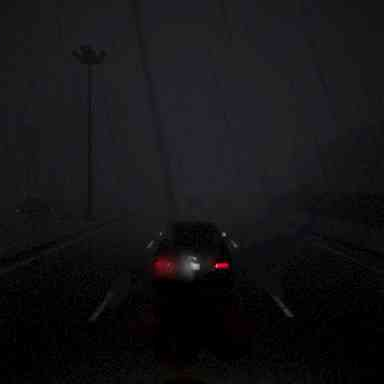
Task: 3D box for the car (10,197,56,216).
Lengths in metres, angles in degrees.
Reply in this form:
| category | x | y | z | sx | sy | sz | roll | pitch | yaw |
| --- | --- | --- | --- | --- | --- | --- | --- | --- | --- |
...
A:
| category | x | y | z | sx | sy | sz | roll | pitch | yaw |
| --- | --- | --- | --- | --- | --- | --- | --- | --- | --- |
| car | -14.999 | 1.362 | 31.060 | 2.128 | 1.511 | 4.902 | 0 | 0 | 1 |

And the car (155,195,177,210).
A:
| category | x | y | z | sx | sy | sz | roll | pitch | yaw |
| --- | --- | --- | --- | --- | --- | --- | --- | --- | --- |
| car | -3.341 | 1.380 | 40.080 | 2.033 | 1.411 | 5.357 | 0 | 0 | 0 |

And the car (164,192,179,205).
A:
| category | x | y | z | sx | sy | sz | roll | pitch | yaw |
| --- | --- | --- | --- | --- | --- | --- | --- | --- | --- |
| car | -3.253 | 1.011 | 50.409 | 2.150 | 2.045 | 5.566 | 0 | 0 | 0 |

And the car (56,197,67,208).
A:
| category | x | y | z | sx | sy | sz | roll | pitch | yaw |
| --- | --- | --- | --- | --- | --- | --- | --- | --- | --- |
| car | -18.305 | 1.395 | 44.373 | 1.994 | 1.385 | 4.181 | 0 | 0 | 0 |

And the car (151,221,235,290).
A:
| category | x | y | z | sx | sy | sz | roll | pitch | yaw |
| --- | --- | --- | --- | --- | --- | --- | --- | --- | --- |
| car | 0.017 | 1.509 | 9.082 | 2.033 | 1.411 | 5.357 | 0 | 0 | 0 |

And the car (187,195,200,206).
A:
| category | x | y | z | sx | sy | sz | roll | pitch | yaw |
| --- | --- | --- | --- | --- | --- | --- | --- | --- | --- |
| car | 0.246 | 1.295 | 50.352 | 1.837 | 1.490 | 4.892 | 0 | 0 | 0 |

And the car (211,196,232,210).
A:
| category | x | y | z | sx | sy | sz | roll | pitch | yaw |
| --- | --- | --- | --- | --- | --- | --- | --- | --- | --- |
| car | 3.658 | 1.311 | 39.907 | 1.882 | 1.535 | 5.008 | 0 | 0 | 0 |

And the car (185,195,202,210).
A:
| category | x | y | z | sx | sy | sz | roll | pitch | yaw |
| --- | --- | --- | --- | --- | --- | --- | --- | --- | --- |
| car | 0.159 | 1.325 | 40.017 | 2.128 | 1.511 | 4.902 | 0 | 0 | 0 |
